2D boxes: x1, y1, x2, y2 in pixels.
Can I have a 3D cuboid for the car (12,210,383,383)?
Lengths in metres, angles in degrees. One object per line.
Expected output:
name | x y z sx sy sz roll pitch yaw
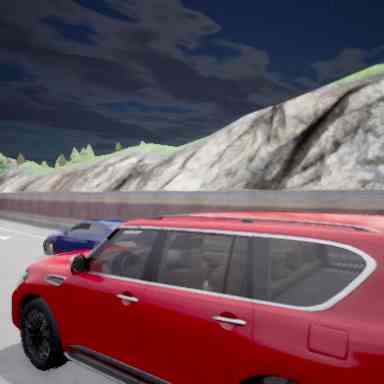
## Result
car | 0.066 1.244 4.027 5.566 2.045 2.150 0 0 36

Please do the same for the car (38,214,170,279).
car | -3.053 1.586 10.952 4.674 1.442 1.812 0 0 39
